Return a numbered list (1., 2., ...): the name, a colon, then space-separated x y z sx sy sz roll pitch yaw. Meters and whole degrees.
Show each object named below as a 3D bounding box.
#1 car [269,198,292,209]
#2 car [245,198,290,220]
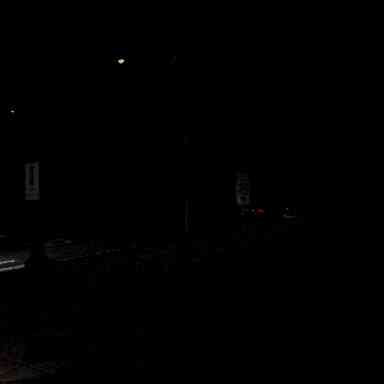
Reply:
1. car: 13.088 1.614 49.102 1.812 1.442 4.674 -1 -1 35
2. car: 6.275 1.531 28.281 2.033 1.411 5.357 -1 0 35
